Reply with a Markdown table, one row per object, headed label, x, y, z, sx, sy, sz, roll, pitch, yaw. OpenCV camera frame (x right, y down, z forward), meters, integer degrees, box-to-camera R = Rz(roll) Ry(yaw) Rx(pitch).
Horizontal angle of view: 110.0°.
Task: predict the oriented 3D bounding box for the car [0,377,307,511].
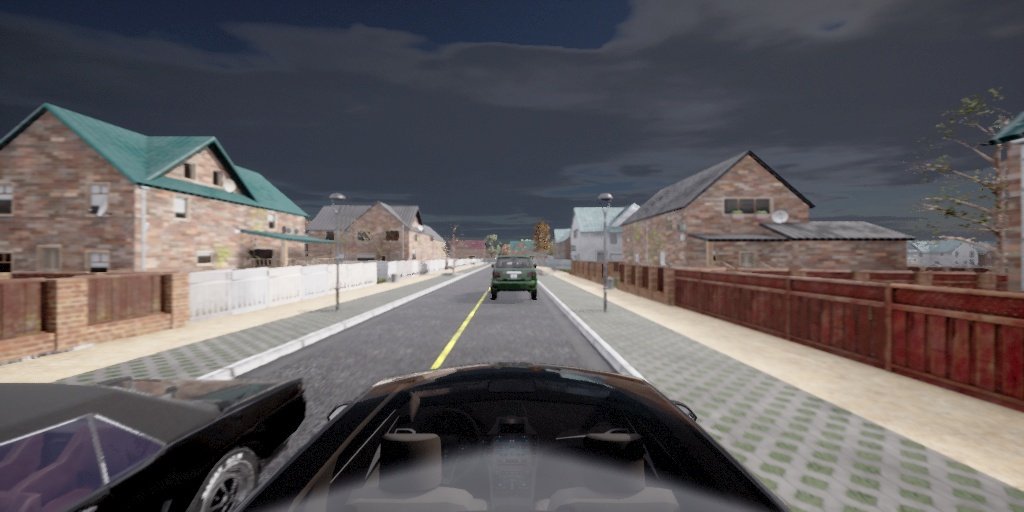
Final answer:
| label | x | y | z | sx | sy | sz | roll | pitch | yaw |
| --- | --- | --- | --- | --- | --- | --- | --- | --- | --- |
| car | -2.851 | 1.351 | 1.118 | 1.895 | 1.301 | 4.718 | 0 | 0 | 0 |

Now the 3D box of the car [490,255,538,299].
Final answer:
| label | x | y | z | sx | sy | sz | roll | pitch | yaw |
| --- | --- | --- | --- | --- | --- | --- | --- | --- | --- |
| car | 0.102 | 0.977 | 18.186 | 2.150 | 2.045 | 5.566 | 0 | 0 | 0 |
